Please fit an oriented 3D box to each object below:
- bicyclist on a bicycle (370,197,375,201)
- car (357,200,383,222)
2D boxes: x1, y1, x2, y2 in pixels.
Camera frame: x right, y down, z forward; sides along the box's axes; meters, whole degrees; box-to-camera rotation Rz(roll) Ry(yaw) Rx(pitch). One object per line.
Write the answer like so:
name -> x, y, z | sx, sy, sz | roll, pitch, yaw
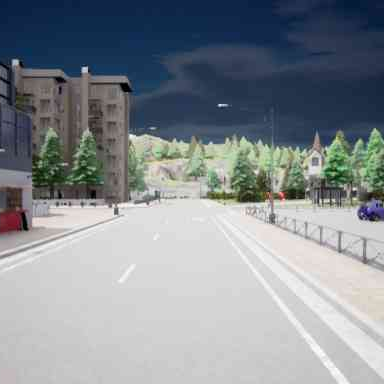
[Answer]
bicyclist on a bicycle -> 18.395, 1.291, 33.795 | 0.582, 1.620, 1.656 | 0, 0, -1
car -> 13.886, 1.357, 23.676 | 3.633, 1.501, 1.845 | 0, 0, 0
